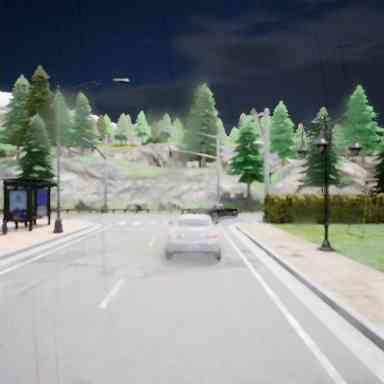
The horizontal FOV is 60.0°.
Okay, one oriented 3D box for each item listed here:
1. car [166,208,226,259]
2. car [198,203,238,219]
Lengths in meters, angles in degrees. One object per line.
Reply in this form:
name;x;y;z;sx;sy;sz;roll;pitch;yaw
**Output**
car;0.058;1.507;12.337;1.812;1.442;4.674;0;0;0
car;1.833;1.567;26.758;1.895;1.301;4.718;0;0;36
